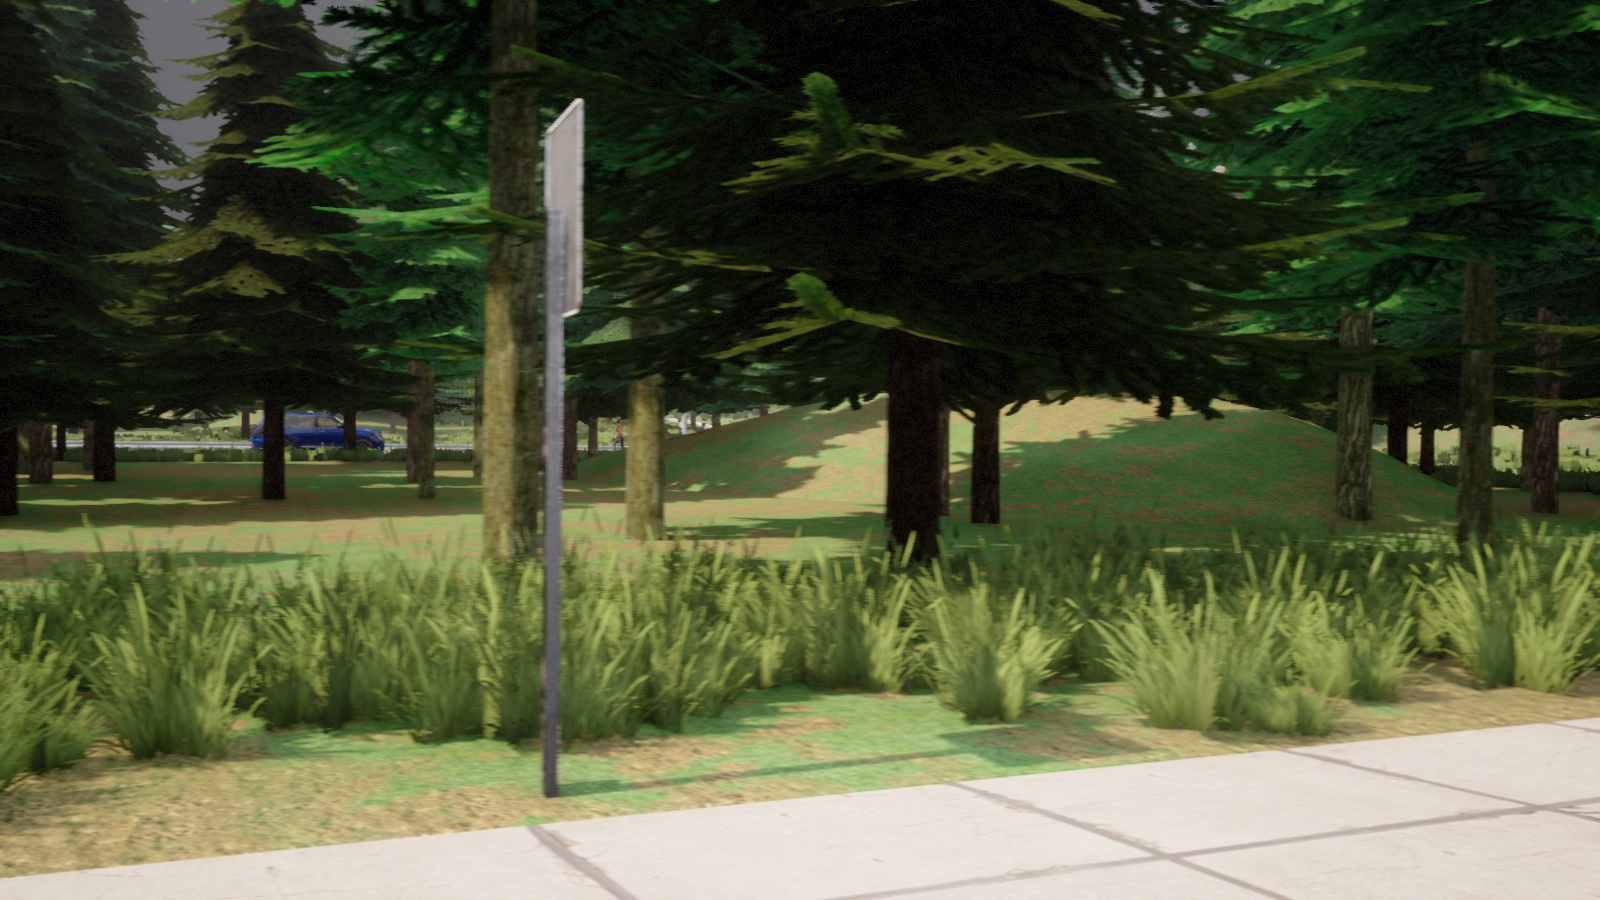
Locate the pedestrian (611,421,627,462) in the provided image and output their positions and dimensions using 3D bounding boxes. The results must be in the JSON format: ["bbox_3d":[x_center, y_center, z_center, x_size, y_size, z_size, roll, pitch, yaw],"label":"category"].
[{"bbox_3d":[-8.154,-0.371,56.507,0.636,1.846,0.331,-1,1,-22],"label":"pedestrian"}]

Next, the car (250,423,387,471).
[{"bbox_3d":[-21.404,-0.161,55.906,5.566,2.045,2.150,-1,1,-21],"label":"car"}]
